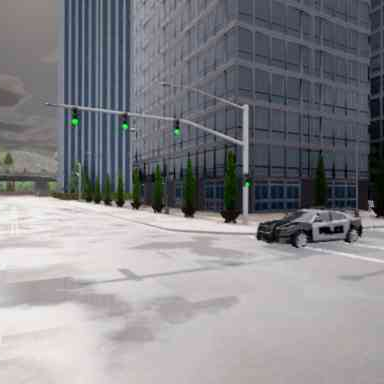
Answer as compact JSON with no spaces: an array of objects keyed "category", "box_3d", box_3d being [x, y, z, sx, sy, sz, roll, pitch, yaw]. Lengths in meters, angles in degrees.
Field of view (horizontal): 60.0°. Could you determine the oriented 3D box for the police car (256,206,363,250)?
[{"category":"police car","box_3d":[5.142,1.434,14.452,5.238,1.638,1.930,0,0,-28]}]
